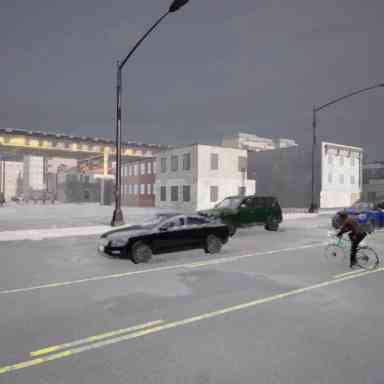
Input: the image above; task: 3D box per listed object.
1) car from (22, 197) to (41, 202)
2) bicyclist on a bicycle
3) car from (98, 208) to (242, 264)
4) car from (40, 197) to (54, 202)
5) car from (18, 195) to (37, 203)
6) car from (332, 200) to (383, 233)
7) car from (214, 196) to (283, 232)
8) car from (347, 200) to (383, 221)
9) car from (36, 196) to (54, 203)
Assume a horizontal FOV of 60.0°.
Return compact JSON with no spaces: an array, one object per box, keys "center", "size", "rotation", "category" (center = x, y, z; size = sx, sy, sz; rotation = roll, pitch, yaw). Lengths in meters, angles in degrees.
[{"center":[-39.181,1.760,81.229],"size":[4.536,1.218,1.853],"rotation":[0,-1,25],"category":"car"},{"center":[4.687,1.462,9.900],"size":[0.582,1.620,1.656],"rotation":[0,-2,-35],"category":"bicyclist on a bicycle"},{"center":[-0.850,1.516,11.934],"size":[4.902,1.511,2.128],"rotation":[0,0,-35],"category":"car"},{"center":[-35.408,1.794,81.295],"size":[1.853,1.218,4.536],"rotation":[1,-1,-5],"category":"car"},{"center":[-39.135,1.918,81.206],"size":[4.974,1.542,2.038],"rotation":[0,-1,25],"category":"car"},{"center":[10.330,1.327,19.742],"size":[4.553,1.767,2.097],"rotation":[0,0,-35],"category":"car"},{"center":[2.718,1.238,18.697],"size":[5.566,2.045,2.150],"rotation":[-1,0,-35],"category":"car"},{"center":[14.761,1.467,26.992],"size":[4.674,1.442,1.812],"rotation":[0,0,-35],"category":"car"},{"center":[-35.405,1.951,81.242],"size":[2.038,1.542,4.974],"rotation":[1,-1,-5],"category":"car"}]
